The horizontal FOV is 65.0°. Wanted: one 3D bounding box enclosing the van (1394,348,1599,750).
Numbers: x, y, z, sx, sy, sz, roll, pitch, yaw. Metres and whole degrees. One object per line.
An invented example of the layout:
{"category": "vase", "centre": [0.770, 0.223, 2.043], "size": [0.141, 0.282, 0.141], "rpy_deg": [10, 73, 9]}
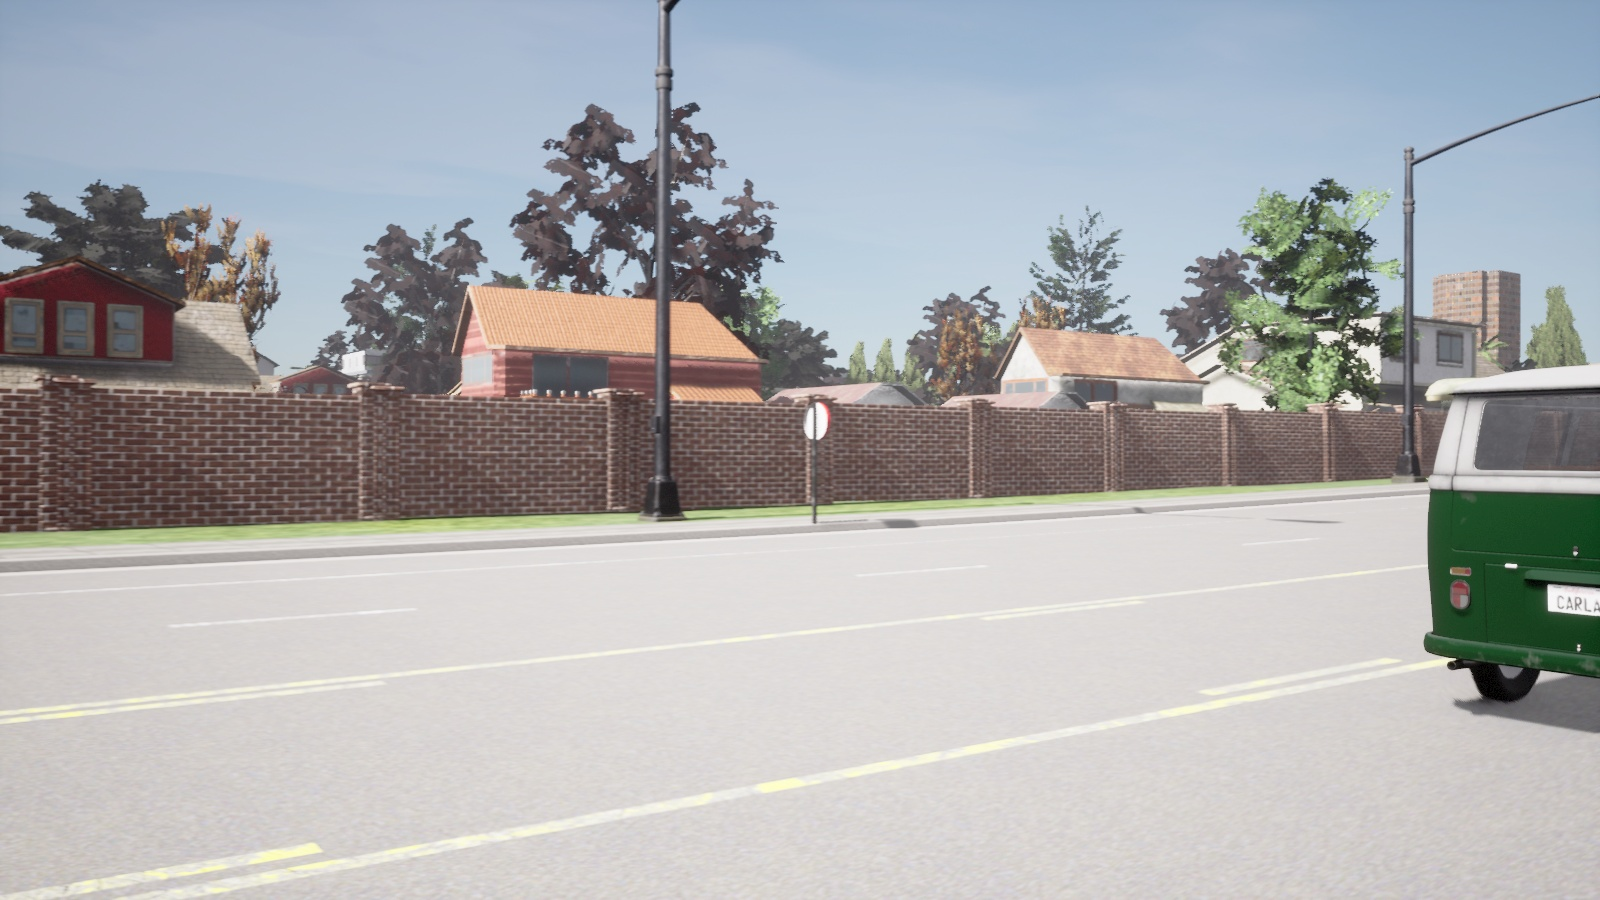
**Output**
{"category": "van", "centre": [5.681, 0.472, 7.613], "size": [4.442, 1.987, 1.775], "rpy_deg": [-1, 0, -35]}
